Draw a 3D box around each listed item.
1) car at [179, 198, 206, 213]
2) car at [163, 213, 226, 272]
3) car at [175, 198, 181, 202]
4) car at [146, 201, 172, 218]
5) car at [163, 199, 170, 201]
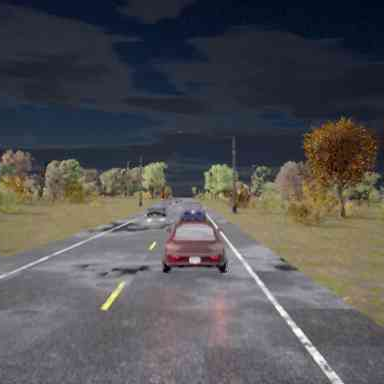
[{"bbox_3d":[0.087,1.661,28.590,2.097,1.767,4.553,0,-1,0],"label":"car"},{"bbox_3d":[0.083,1.645,11.067,1.812,1.442,4.674,0,0,0],"label":"car"},{"bbox_3d":[-3.432,2.163,87.206,2.097,1.767,4.553,0,-1,-2],"label":"car"},{"bbox_3d":[-3.604,1.928,35.039,2.033,1.411,5.357,0,-1,0],"label":"car"},{"bbox_3d":[-5.656,2.300,75.521,1.994,1.385,4.181,0,-1,-8],"label":"car"}]
